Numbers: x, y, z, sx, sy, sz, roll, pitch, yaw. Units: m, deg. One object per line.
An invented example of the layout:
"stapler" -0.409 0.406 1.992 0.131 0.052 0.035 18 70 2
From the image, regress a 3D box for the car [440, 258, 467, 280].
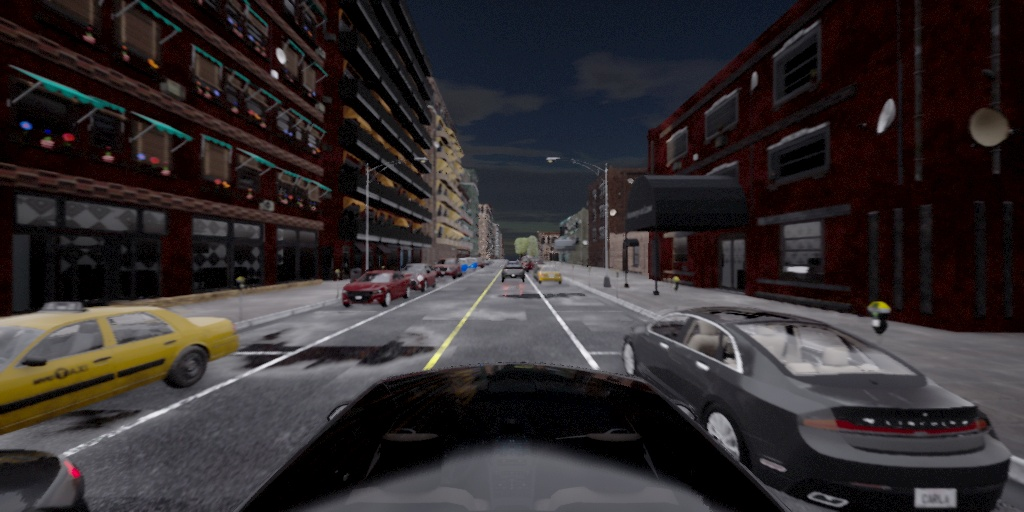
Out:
"car" -5.687 1.088 32.159 2.192 1.841 5.009 0 0 0

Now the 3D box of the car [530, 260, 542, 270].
"car" 2.693 1.323 32.158 2.007 1.370 4.403 0 0 0

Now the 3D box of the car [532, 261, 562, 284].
"car" 2.693 1.292 26.789 1.751 1.417 4.829 0 0 0

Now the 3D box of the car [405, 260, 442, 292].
"car" -5.688 1.202 21.080 1.967 1.591 4.097 0 0 0

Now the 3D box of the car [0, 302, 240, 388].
"car" -5.690 1.277 4.293 1.751 1.417 4.829 0 0 0

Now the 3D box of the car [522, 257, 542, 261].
"car" 2.696 1.102 43.236 2.192 1.841 5.009 0 0 0

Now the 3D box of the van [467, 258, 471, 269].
"van" -5.686 1.120 37.699 1.690 1.789 3.998 0 0 0

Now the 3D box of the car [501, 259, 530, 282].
"car" 0.103 1.261 29.529 2.128 1.511 4.902 0 0 0

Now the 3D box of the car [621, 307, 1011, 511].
"car" 2.690 1.302 4.462 2.007 1.370 4.403 0 0 0

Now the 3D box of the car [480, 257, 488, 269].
"car" -5.683 1.132 59.854 2.192 1.841 5.009 0 0 0

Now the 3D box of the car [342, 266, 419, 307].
"car" -5.689 1.304 15.542 1.888 1.381 4.507 0 0 0

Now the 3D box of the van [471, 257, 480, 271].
"van" -5.685 1.137 48.776 1.690 1.789 3.998 0 0 0
